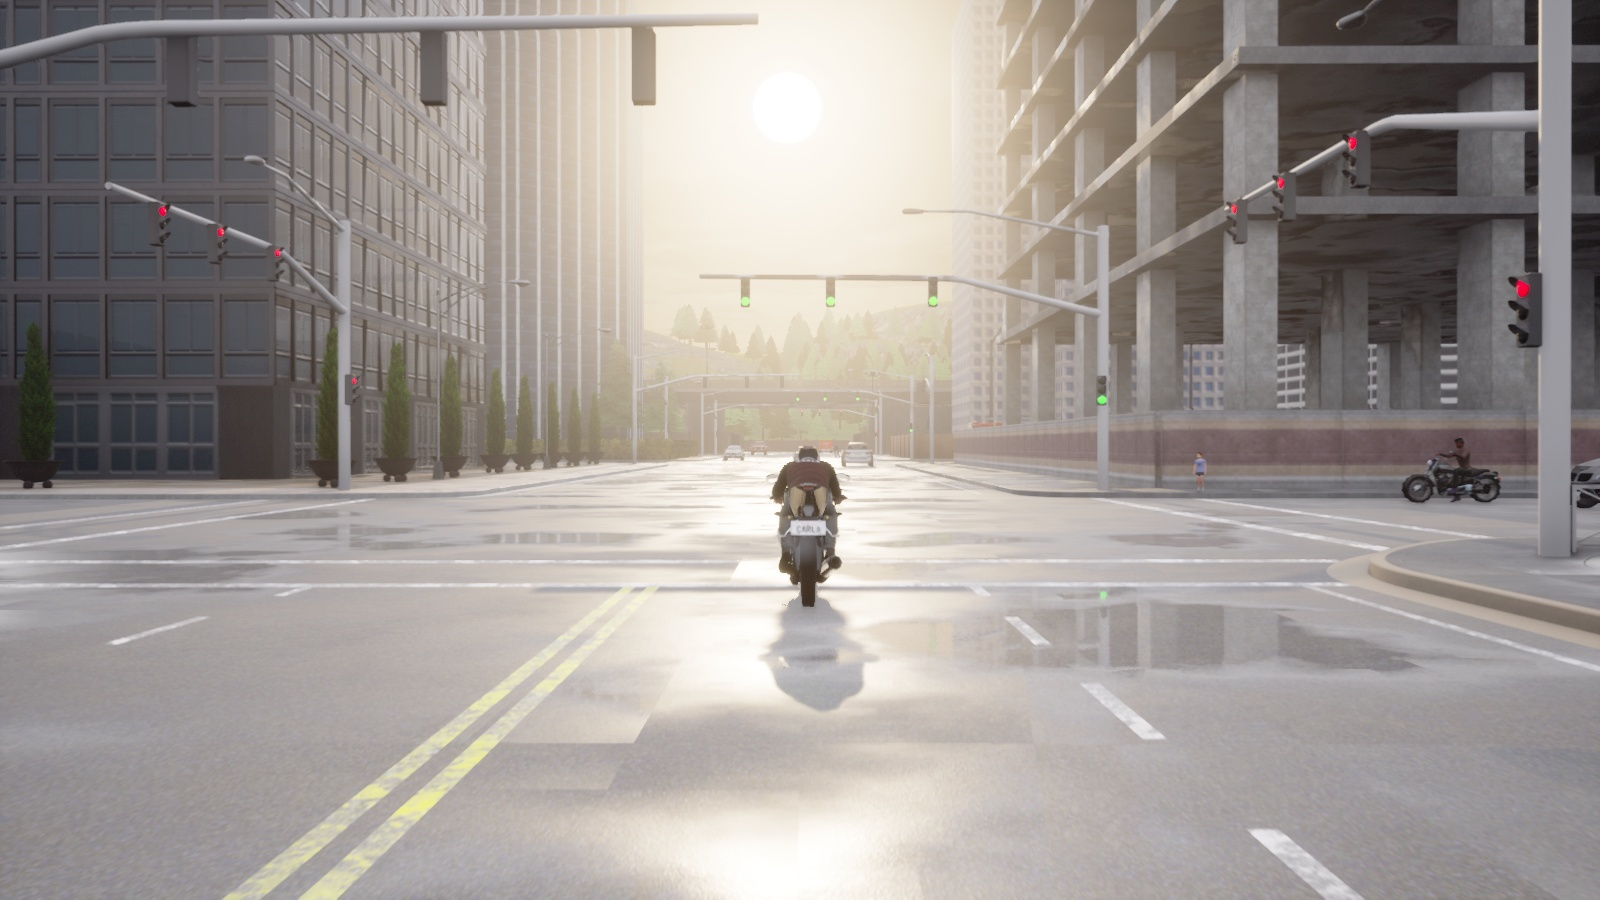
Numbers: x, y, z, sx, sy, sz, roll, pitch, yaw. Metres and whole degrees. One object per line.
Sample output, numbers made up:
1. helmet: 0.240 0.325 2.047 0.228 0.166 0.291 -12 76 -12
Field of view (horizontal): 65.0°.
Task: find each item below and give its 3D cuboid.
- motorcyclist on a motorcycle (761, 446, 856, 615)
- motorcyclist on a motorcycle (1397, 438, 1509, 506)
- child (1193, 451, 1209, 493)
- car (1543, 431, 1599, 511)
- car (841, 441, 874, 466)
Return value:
1. motorcyclist on a motorcycle: 0.081 0.730 12.543 0.866 1.530 2.191 0 0 0
2. motorcyclist on a motorcycle: 15.924 0.530 30.663 2.350 1.649 0.766 0 0 0
3. child: 10.756 0.594 33.704 0.394 1.110 0.255 0 0 -43
4. car: 19.043 0.440 27.159 4.611 1.667 2.242 0 0 0
5. car: 4.034 0.234 88.272 2.242 1.667 4.611 0 0 2
